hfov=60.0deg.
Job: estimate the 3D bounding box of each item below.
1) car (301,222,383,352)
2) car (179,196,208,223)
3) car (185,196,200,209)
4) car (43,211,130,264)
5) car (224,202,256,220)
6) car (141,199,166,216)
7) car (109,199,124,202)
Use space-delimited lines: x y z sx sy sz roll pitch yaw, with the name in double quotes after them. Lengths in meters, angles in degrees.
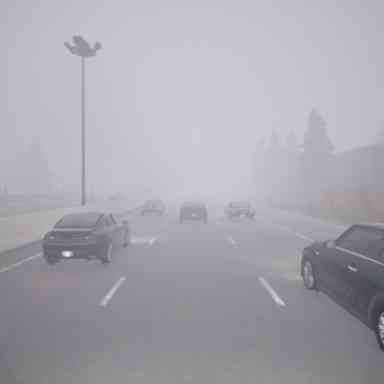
3.600 1.306 5.938 2.097 1.767 4.553 0 0 0 "car"
0.096 1.295 23.683 1.882 1.535 5.008 0 1 0 "car"
0.092 1.207 41.432 1.812 1.442 4.674 0 1 0 "car"
-3.401 1.416 11.492 1.837 1.490 4.892 0 0 0 "car"
3.598 1.402 25.878 1.895 1.301 4.718 0 0 0 "car"
-3.404 1.318 29.805 2.033 1.411 5.357 0 0 0 "car"
-10.574 1.213 45.610 1.994 1.385 4.181 0 0 0 "car"
